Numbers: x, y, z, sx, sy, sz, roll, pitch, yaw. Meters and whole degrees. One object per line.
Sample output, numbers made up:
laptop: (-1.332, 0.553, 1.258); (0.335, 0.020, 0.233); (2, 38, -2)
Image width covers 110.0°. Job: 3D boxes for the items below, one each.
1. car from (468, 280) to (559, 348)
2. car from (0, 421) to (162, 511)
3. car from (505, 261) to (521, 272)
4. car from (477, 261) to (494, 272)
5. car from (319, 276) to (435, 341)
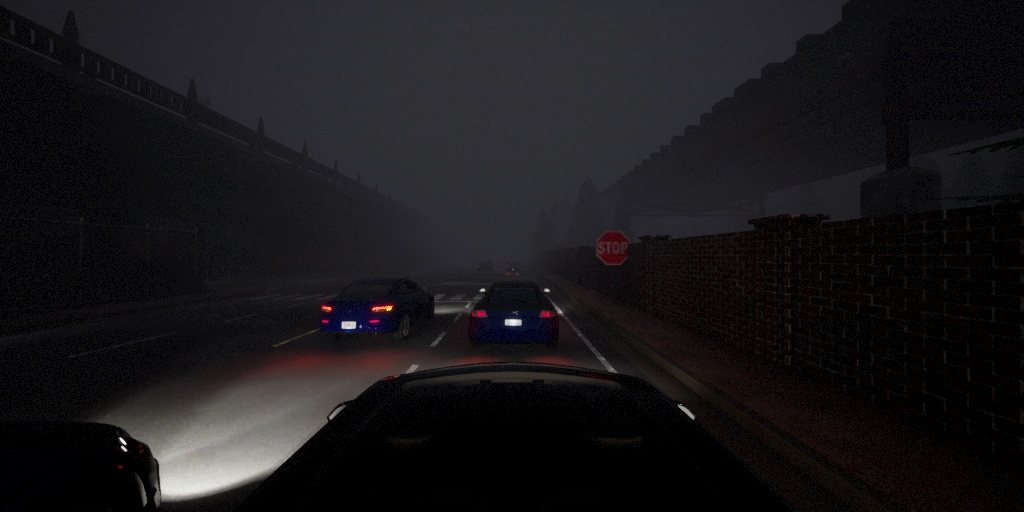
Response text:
car: (0.069, 1.314, 9.263); (1.994, 1.385, 4.181); (0, 0, 1)
car: (-3.398, 1.314, 0.690); (1.994, 1.385, 4.181); (0, 0, 0)
car: (0.096, 1.351, 46.082); (1.895, 1.301, 4.718); (0, 0, -1)
car: (-3.399, 1.297, 45.914); (2.033, 1.411, 5.357); (0, 0, -1)
car: (-3.413, 1.276, 9.786); (1.812, 1.442, 4.674); (0, 0, 0)
